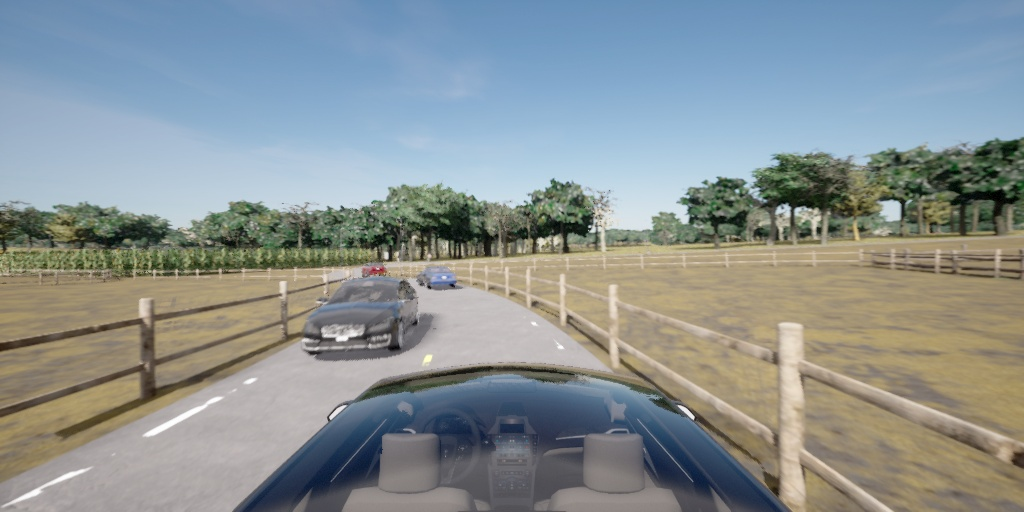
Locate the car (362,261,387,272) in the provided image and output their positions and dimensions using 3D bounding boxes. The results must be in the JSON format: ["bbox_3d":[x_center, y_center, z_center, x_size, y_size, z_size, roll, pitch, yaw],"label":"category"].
[{"bbox_3d":[-16.161,1.504,42.006,2.097,1.767,4.553,-1,0,-32],"label":"car"}]

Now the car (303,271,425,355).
[{"bbox_3d":[-3.480,1.304,9.049,1.837,1.490,4.892,-1,0,-8],"label":"car"}]

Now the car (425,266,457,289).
[{"bbox_3d":[-5.223,1.403,24.569,2.033,1.411,5.357,-1,0,-24],"label":"car"}]
